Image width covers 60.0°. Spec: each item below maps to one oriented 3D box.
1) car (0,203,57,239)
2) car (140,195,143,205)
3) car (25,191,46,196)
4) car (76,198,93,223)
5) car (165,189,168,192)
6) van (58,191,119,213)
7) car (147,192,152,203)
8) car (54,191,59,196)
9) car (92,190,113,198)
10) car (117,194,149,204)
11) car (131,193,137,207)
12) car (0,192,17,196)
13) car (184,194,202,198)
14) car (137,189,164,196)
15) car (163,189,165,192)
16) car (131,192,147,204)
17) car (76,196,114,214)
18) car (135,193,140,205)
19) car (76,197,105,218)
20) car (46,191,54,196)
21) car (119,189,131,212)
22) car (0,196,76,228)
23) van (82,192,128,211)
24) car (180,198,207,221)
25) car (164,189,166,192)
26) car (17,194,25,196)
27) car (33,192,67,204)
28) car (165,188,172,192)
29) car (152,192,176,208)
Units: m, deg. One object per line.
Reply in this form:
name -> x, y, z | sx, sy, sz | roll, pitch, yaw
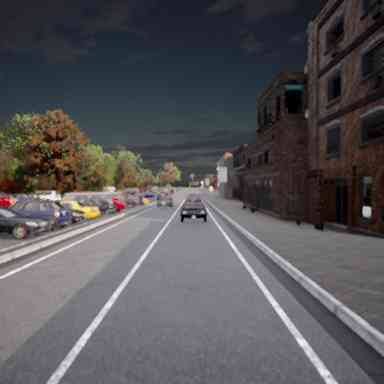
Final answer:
car -> -9.408, 1.441, 16.067 | 4.674, 1.452, 2.002 | 0, 0, 0
car -> -9.273, 1.210, 43.899 | 4.674, 1.452, 2.002 | 0, 0, 0
car -> -22.382, 1.045, 43.835 | 4.553, 1.767, 2.185 | 0, 0, 0
car -> -9.385, 1.358, 21.634 | 4.892, 1.521, 2.231 | 0, 0, 0
car -> -9.429, 0.616, 83.917 | 5.366, 1.575, 1.946 | 0, 1, 0
van -> -9.221, 1.063, 29.981 | 4.442, 1.987, 1.878 | 0, 0, 0
car -> -9.058, 1.120, 49.464 | 5.366, 1.575, 1.946 | 0, 0, 0
car -> -22.352, 0.870, 49.529 | 5.566, 2.045, 2.435 | 0, 0, 0
car -> -21.813, 0.521, 81.148 | 4.553, 1.767, 2.185 | 0, 1, 0
car -> -9.246, 1.141, 52.107 | 4.674, 1.452, 2.002 | -1, 0, 1
car -> -9.291, 1.219, 38.332 | 4.892, 1.521, 2.231 | 0, 0, 0
car -> -22.419, 0.990, 35.480 | 5.566, 2.045, 2.435 | 0, 0, 0
car -> 0.145, 1.015, 41.138 | 2.097, 1.767, 4.553 | 0, 1, 0
car -> -9.337, 0.736, 75.439 | 4.792, 1.488, 2.163 | 0, 1, 0
car -> -9.289, 0.717, 78.266 | 4.674, 1.452, 2.002 | 0, 1, 0
car -> -9.286, 1.176, 46.682 | 4.792, 1.488, 2.163 | 0, 0, 0
car -> -9.345, 1.313, 27.200 | 4.892, 1.521, 2.231 | 0, 0, 0
car -> -9.255, 1.223, 41.116 | 4.792, 1.488, 2.163 | 0, 0, 0
car -> -9.550, 1.331, 24.418 | 5.366, 1.575, 1.946 | 0, 0, 0
car -> -22.368, 1.021, 46.620 | 4.553, 1.767, 2.185 | 0, 0, 0
car -> -9.296, 1.014, 32.764 | 5.566, 2.045, 2.435 | 0, 0, 0
car -> -9.361, 1.254, 18.848 | 4.553, 1.767, 2.185 | 0, 0, 0
van -> -9.195, 1.016, 35.423 | 4.442, 1.987, 1.878 | 0, 0, 0
car -> 0.123, 1.409, 24.930 | 1.895, 1.301, 4.718 | 0, 1, 0
car -> -9.268, 0.688, 81.091 | 4.674, 1.452, 2.002 | 0, 1, 0
car -> -22.346, 1.091, 38.390 | 4.553, 1.767, 2.185 | 0, 0, 0
car -> -22.278, 0.972, 52.315 | 4.553, 1.767, 2.185 | 0, 0, 0
car -> -9.152, 0.279, 92.390 | 5.566, 2.045, 2.435 | 0, 1, 0
car -> -3.294, 1.155, 41.196 | 2.128, 1.511, 4.902 | 0, 0, 0
